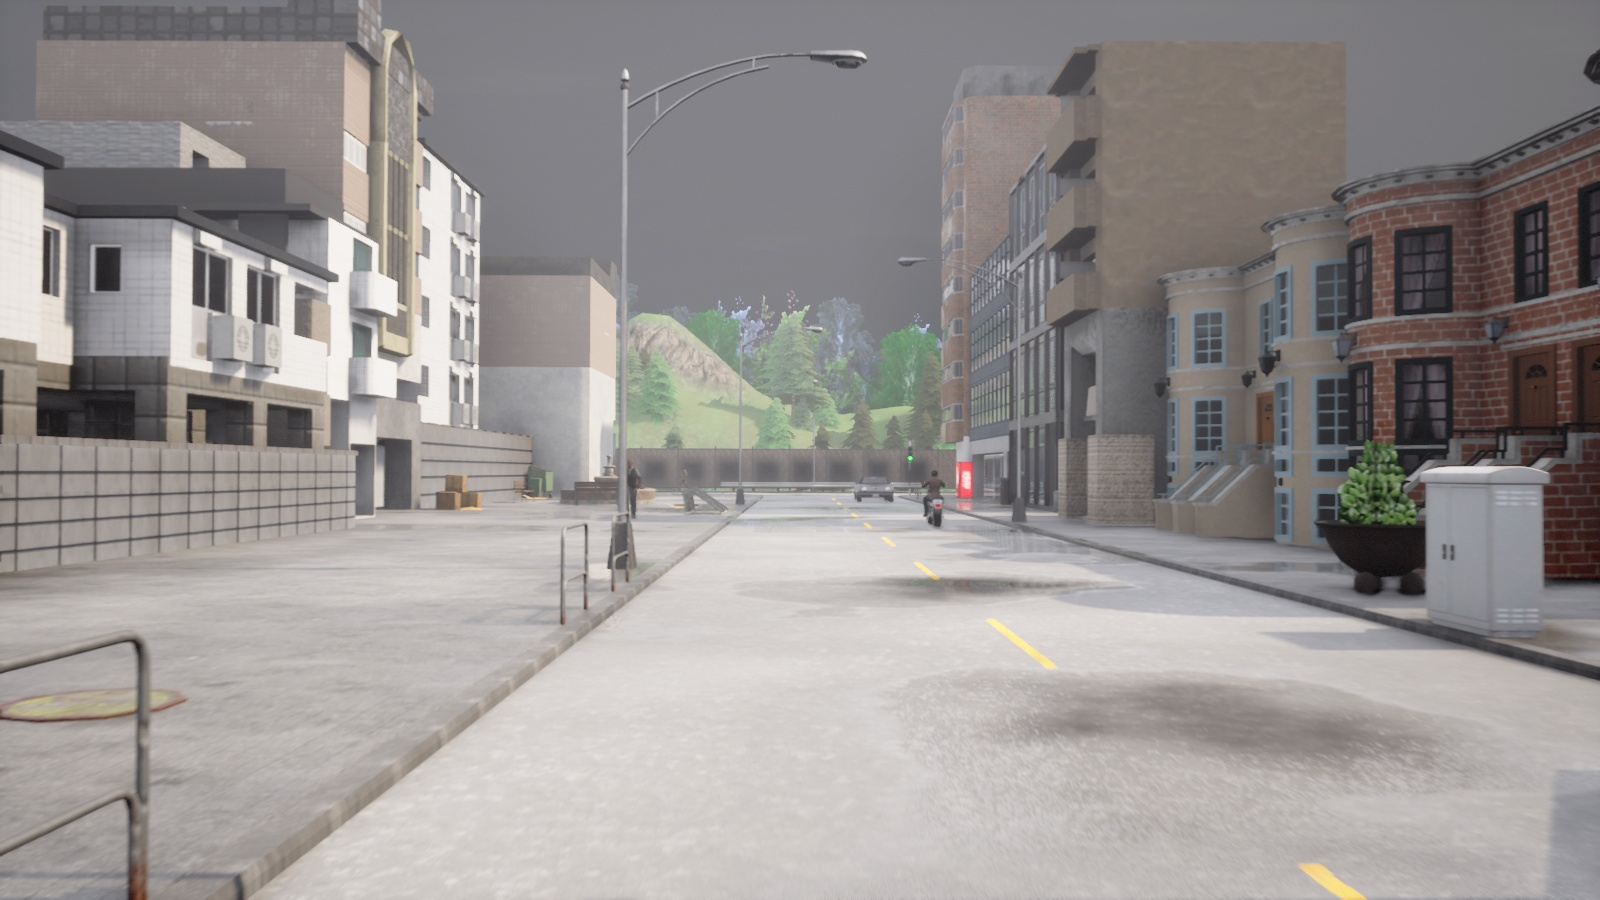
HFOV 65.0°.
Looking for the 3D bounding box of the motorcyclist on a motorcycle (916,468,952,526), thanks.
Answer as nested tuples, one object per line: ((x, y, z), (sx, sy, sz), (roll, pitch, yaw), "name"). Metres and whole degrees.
((3.909, 1.365, 36.797), (0.766, 1.649, 2.350), (0, -1, 0), "motorcyclist on a motorcycle")

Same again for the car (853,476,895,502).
((3.838, 2.001, 65.807), (1.895, 1.301, 4.718), (0, -1, 0), "car")
